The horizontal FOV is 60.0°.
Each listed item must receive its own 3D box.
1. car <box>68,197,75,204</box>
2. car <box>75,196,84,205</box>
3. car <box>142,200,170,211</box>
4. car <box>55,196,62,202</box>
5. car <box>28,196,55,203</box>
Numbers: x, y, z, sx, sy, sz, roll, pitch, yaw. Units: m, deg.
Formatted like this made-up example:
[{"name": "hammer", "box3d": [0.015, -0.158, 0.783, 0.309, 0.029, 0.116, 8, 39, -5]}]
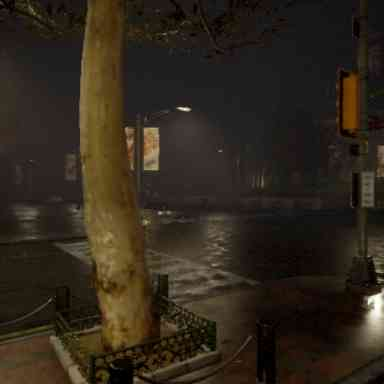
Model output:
[{"name": "car", "box3d": [-21.911, 1.553, 64.672, 4.902, 1.511, 2.128, 0, 0, 30]}, {"name": "car", "box3d": [-17.519, 1.535, 57.029, 5.008, 1.535, 1.882, 0, 0, 41]}, {"name": "car", "box3d": [-4.419, 1.624, 40.693, 1.994, 1.385, 4.181, 0, 0, -35]}, {"name": "car", "box3d": [-30.487, 1.517, 71.892, 4.674, 1.442, 1.812, 0, 0, 12]}, {"name": "car", "box3d": [-31.447, 1.519, 68.526, 4.674, 1.442, 1.812, 0, 0, 12]}]
